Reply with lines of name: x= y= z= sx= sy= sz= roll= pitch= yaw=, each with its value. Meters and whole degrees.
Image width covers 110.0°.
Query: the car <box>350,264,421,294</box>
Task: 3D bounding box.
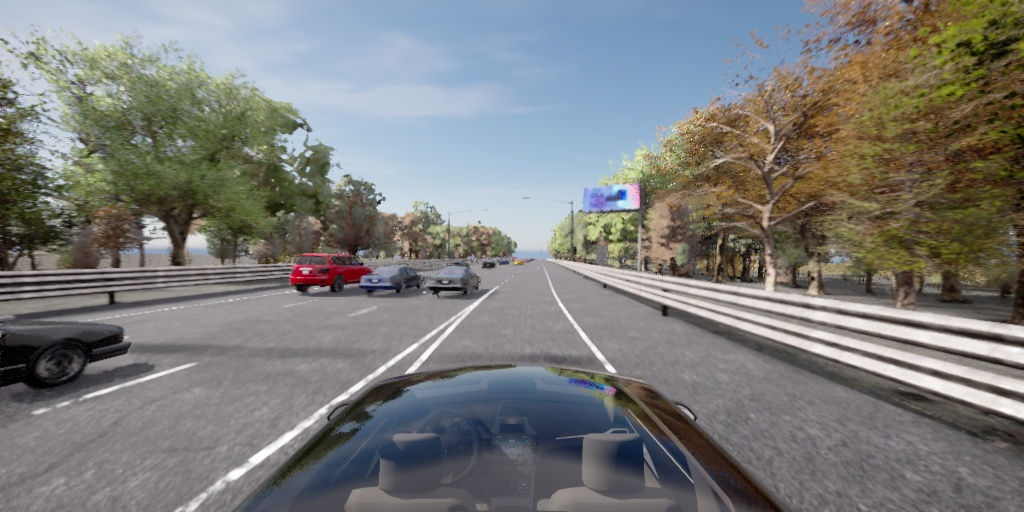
car: x=-6.467 y=1.257 z=19.913 sx=2.033 sy=1.411 sz=5.357 roll=1 pitch=0 yaw=4

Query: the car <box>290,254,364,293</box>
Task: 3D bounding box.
car: x=-9.942 y=0.901 z=20.315 sx=2.150 sy=2.045 sz=5.566 roll=0 pitch=0 yaw=4

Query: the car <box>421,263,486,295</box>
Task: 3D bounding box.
car: x=-2.983 y=1.287 z=19.578 sx=2.033 sy=1.411 sz=5.357 roll=0 pitch=0 yaw=5

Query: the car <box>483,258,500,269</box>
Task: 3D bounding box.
car: x=-3.526 y=1.242 z=57.532 sx=1.882 sy=1.535 sz=5.008 roll=0 pitch=0 yaw=4

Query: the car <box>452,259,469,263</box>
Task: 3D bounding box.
car: x=-7.481 y=1.230 z=51.838 sx=1.837 sy=1.490 sz=4.892 roll=0 pitch=0 yaw=4

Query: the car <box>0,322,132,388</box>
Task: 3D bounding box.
car: x=-7.728 y=1.235 z=3.764 sx=2.033 sy=1.411 sz=5.357 roll=1 pitch=0 yaw=4
